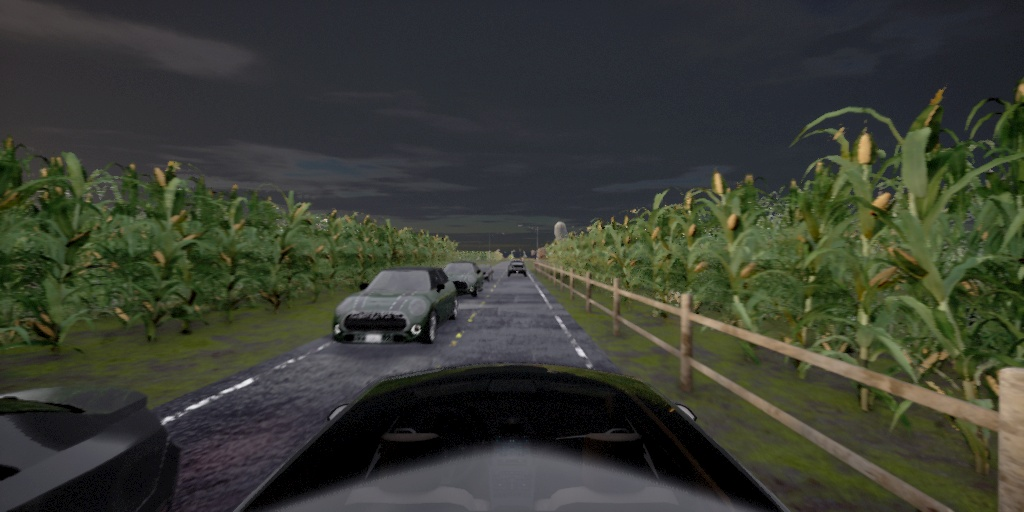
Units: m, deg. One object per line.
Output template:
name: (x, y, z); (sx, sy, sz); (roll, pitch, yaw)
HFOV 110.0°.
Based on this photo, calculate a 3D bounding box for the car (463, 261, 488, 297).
car: (-2.642, 1.068, 18.602); (2.097, 1.767, 4.553); (0, 0, 1)

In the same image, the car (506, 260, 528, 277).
car: (0.510, 1.249, 35.540); (1.837, 1.490, 4.892); (0, 0, 1)

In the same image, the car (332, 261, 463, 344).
car: (-2.768, 1.071, 9.497); (2.097, 1.767, 4.553); (0, 0, 1)

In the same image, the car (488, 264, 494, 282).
car: (-2.492, 1.317, 28.445); (1.895, 1.301, 4.718); (0, 0, 1)
